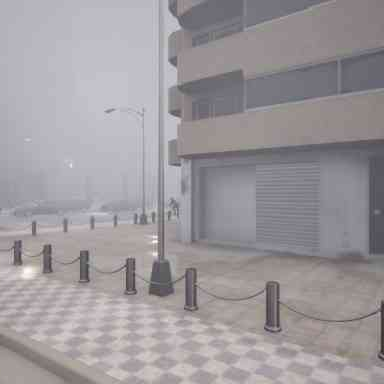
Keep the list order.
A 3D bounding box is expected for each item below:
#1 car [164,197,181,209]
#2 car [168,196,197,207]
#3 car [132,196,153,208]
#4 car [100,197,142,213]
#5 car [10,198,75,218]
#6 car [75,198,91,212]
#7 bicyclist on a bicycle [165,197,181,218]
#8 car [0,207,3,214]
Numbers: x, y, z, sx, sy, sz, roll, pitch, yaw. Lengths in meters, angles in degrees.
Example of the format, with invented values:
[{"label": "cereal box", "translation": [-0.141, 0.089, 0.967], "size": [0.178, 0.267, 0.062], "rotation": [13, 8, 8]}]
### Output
[{"label": "car", "translation": [-2.111, 1.508, 44.344], "size": [1.994, 1.385, 4.181], "rotation": [0, 0, 36]}, {"label": "car", "translation": [-1.371, 1.449, 51.296], "size": [1.837, 1.490, 4.892], "rotation": [0, 0, 36]}, {"label": "car", "translation": [-7.229, 1.296, 43.247], "size": [2.097, 1.767, 4.553], "rotation": [0, 0, 36]}, {"label": "car", "translation": [-7.969, 1.508, 36.275], "size": [1.994, 1.385, 4.181], "rotation": [0, 0, 36]}, {"label": "car", "translation": [-13.202, 1.436, 29.059], "size": [2.128, 1.511, 4.902], "rotation": [0, 0, 36]}, {"label": "car", "translation": [-13.097, 1.449, 35.165], "size": [1.837, 1.490, 4.892], "rotation": [0, 0, 36]}, {"label": "bicyclist on a bicycle", "translation": [-1.503, 1.246, 26.483], "size": [1.656, 1.620, 0.582], "rotation": [0, 0, 36]}, {"label": "car", "translation": [-18.581, 1.545, 27.626], "size": [1.895, 1.301, 4.718], "rotation": [0, 0, 36]}]
